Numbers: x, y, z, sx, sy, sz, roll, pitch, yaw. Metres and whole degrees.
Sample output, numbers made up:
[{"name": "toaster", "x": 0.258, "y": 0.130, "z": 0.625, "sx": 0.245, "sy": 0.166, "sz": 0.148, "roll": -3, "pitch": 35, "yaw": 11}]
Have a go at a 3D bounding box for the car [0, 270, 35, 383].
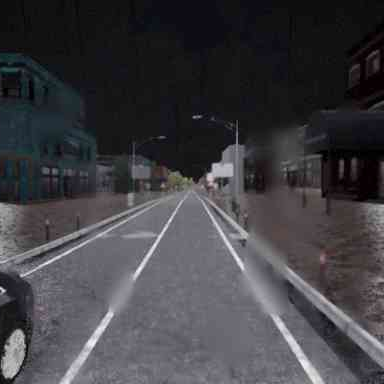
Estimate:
[{"name": "car", "x": -3.001, "y": 1.517, "z": 2.546, "sx": 1.837, "sy": 1.490, "sz": 4.892, "roll": 0, "pitch": 0, "yaw": 0}]
